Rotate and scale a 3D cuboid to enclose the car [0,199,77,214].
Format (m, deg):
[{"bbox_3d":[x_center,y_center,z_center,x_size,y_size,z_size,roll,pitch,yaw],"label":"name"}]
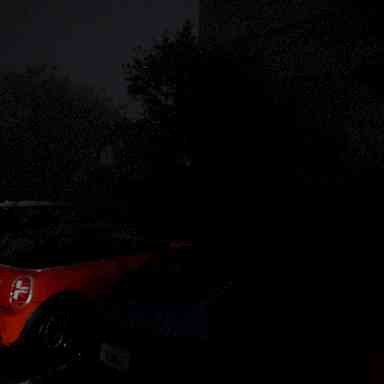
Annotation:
[{"bbox_3d":[-3.871,1.192,8.079,2.435,2.045,5.566,0,0,36],"label":"car"}]

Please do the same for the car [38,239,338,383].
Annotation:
[{"bbox_3d":[0.675,1.499,4.835,2.163,1.488,4.792,0,0,36],"label":"car"}]

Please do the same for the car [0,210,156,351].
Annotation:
[{"bbox_3d":[-1.631,1.331,6.408,2.185,1.767,4.553,0,0,36],"label":"car"}]
